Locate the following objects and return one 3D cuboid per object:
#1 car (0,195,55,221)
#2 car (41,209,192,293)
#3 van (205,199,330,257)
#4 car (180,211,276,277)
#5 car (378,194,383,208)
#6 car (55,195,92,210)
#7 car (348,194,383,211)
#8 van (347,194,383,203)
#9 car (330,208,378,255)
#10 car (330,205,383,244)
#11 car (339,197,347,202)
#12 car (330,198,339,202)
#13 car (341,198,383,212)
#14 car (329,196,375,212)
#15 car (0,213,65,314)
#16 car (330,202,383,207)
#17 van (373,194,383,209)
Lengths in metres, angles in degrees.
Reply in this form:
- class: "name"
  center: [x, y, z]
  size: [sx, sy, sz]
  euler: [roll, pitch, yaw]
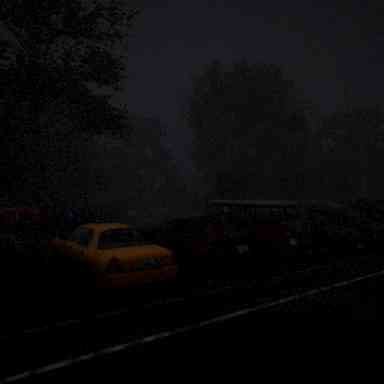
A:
- class: "car"
  center: [-10.065, 1.224, 19.327]
  size: [2.435, 2.045, 5.566]
  euler: [0, 0, -36]
- class: "car"
  center: [-2.398, 1.471, 8.993]
  size: [1.946, 1.575, 5.366]
  euler: [0, 0, -36]
- class: "van"
  center: [2.338, 1.262, 12.009]
  size: [1.878, 1.987, 4.442]
  euler: [0, 0, -36]
- class: "car"
  center: [-0.028, 1.510, 10.496]
  size: [2.163, 1.488, 4.792]
  euler: [0, 0, -36]
- class: "car"
  center: [30.644, 1.342, 48.515]
  size: [2.435, 2.045, 5.566]
  euler: [0, 0, -36]
- class: "car"
  center: [-7.900, 1.230, 20.876]
  size: [2.435, 2.045, 5.566]
  euler: [0, 0, -36]
- class: "car"
  center: [23.871, 1.323, 43.671]
  size: [2.435, 2.045, 5.566]
  euler: [0, 0, -36]
- class: "van"
  center: [11.458, 1.288, 18.532]
  size: [1.878, 1.987, 4.442]
  euler: [0, 0, -36]
- class: "car"
  center: [4.567, 1.524, 13.711]
  size: [2.163, 1.488, 4.792]
  euler: [0, 0, -36]
- class: "car"
  center: [6.847, 1.530, 15.341]
  size: [2.163, 1.488, 4.792]
  euler: [0, 0, -36]
- class: "car"
  center: [14.965, 1.545, 37.037]
  size: [1.946, 1.575, 5.366]
  euler: [0, 0, -36]
- class: "car"
  center: [12.595, 1.542, 35.577]
  size: [2.231, 1.521, 4.892]
  euler: [0, 0, -36]
- class: "car"
  center: [21.647, 1.597, 42.009]
  size: [2.163, 1.488, 4.792]
  euler: [0, 0, -36]
- class: "car"
  center: [19.353, 1.435, 40.442]
  size: [2.185, 1.767, 4.553]
  euler: [0, 0, -36]
- class: "car"
  center: [-4.565, 1.469, 7.208]
  size: [2.097, 1.535, 5.008]
  euler: [0, 0, -36]
- class: "car"
  center: [9.113, 1.507, 16.992]
  size: [2.097, 1.535, 5.008]
  euler: [0, 0, -36]
- class: "van"
  center: [28.334, 1.361, 46.972]
  size: [1.878, 1.987, 4.442]
  euler: [0, 0, -36]
